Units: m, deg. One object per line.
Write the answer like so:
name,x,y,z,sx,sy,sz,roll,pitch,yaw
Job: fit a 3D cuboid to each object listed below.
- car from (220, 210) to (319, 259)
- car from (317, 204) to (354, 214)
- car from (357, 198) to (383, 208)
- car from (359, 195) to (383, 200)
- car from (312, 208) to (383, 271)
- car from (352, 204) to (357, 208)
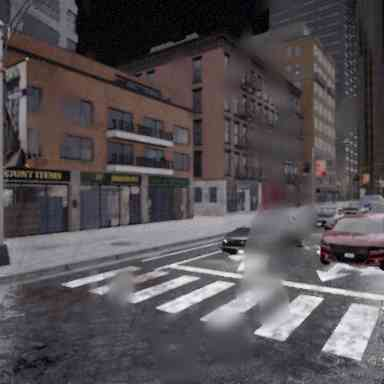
car,3.200,1.634,13.378,2.033,1.411,5.357,-1,-1,35
car,8.516,1.675,20.902,1.994,1.385,4.181,-1,-1,35
car,11.082,1.432,18.900,2.097,1.767,4.553,-1,-1,35
car,20.451,1.392,37.708,2.150,2.045,5.566,-1,-1,36
car,5.876,1.533,11.489,1.882,1.535,5.008,-1,-1,35
car,14.280,1.703,29.046,1.994,1.385,4.181,-1,-1,35
